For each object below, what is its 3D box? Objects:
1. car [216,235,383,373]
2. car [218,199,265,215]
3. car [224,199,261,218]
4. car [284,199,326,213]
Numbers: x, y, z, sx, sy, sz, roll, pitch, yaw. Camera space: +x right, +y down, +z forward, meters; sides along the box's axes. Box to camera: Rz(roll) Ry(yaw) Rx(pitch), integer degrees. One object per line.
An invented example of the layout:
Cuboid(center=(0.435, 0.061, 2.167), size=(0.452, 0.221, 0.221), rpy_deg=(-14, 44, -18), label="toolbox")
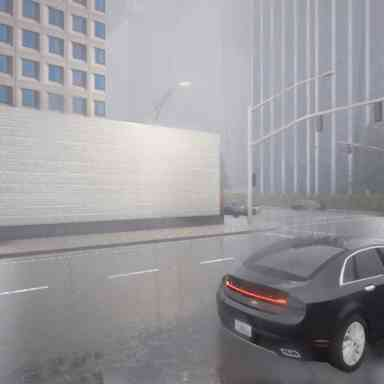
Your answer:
Cuboid(center=(2.640, 1.505, 5.680), size=(4.892, 1.490, 1.837), rpy_deg=(0, 0, -35), label="car")
Cuboid(center=(5.157, 1.547, 35.390), size=(2.128, 1.511, 4.902), rpy_deg=(0, 0, -36), label="car")
Cuboid(center=(3.593, 1.603, 31.559), size=(2.033, 1.411, 5.357), rpy_deg=(0, 0, -36), label="car")
Cuboid(center=(12.691, 1.547, 37.607), size=(2.128, 1.511, 4.902), rpy_deg=(0, 0, -38), label="car")
